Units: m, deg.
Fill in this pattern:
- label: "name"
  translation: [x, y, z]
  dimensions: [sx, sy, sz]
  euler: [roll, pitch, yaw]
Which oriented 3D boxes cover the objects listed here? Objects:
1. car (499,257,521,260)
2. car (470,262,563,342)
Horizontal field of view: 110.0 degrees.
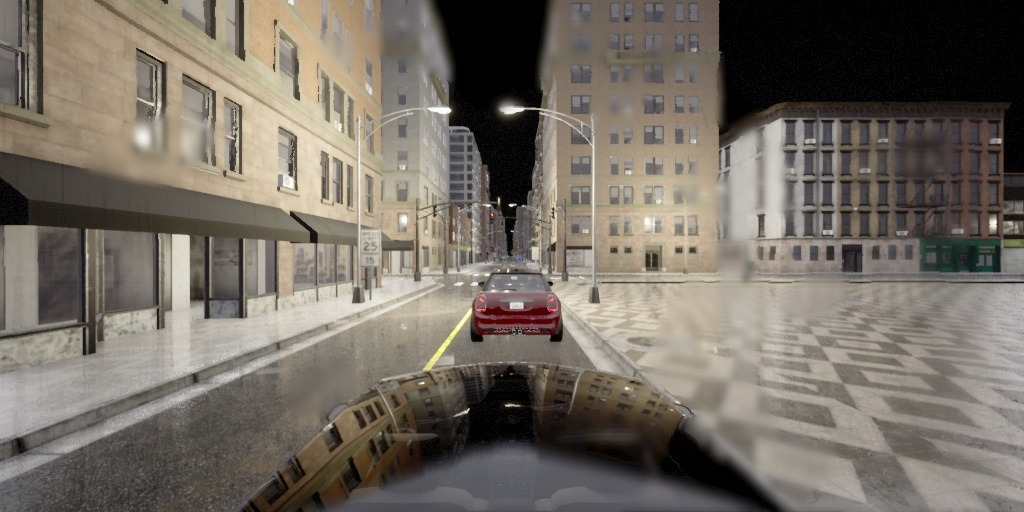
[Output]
- label: "car"
  translation: [0.057, 1.100, 19.748]
  dimensions: [2.097, 1.767, 4.553]
  euler: [0, 0, -1]
- label: "car"
  translation: [0.106, 1.101, 9.932]
  dimensions: [2.097, 1.767, 4.553]
  euler: [0, 0, 0]
